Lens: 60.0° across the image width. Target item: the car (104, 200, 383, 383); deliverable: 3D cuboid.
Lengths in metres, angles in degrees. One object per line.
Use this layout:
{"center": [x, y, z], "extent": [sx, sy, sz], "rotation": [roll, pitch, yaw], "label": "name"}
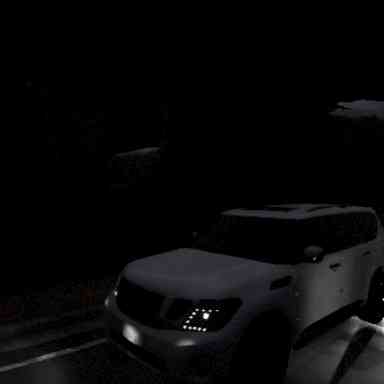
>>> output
{"center": [1.400, 1.239, 5.517], "extent": [5.566, 2.045, 2.150], "rotation": [0, 0, -41], "label": "car"}
